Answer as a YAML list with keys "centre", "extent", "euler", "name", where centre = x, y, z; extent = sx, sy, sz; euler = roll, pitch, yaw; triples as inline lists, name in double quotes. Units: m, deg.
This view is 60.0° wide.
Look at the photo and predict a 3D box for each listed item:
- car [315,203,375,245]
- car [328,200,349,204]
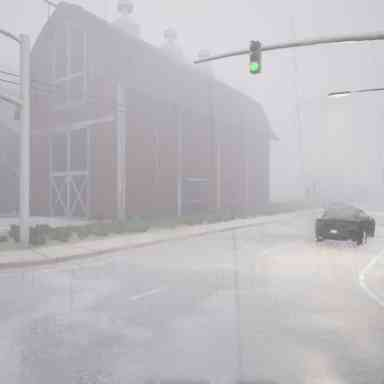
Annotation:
- centre: [7.337, 1.501, 15.727]
  extent: [1.882, 1.535, 5.008]
  euler: [0, 0, 36]
  name: "car"
- centre: [12.938, 1.504, 29.428]
  extent: [1.837, 1.490, 4.892]
  euler: [0, 0, 36]
  name: "car"
